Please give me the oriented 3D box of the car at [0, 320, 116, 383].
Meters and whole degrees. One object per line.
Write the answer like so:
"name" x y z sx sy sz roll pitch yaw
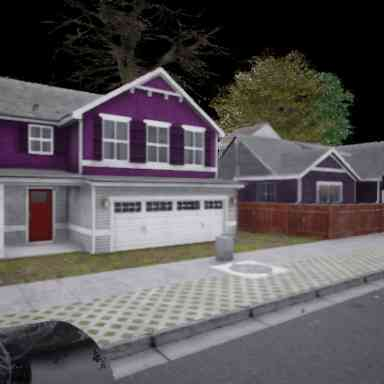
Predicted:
"car" -2.710 1.475 1.126 5.008 1.535 1.882 0 0 -35
